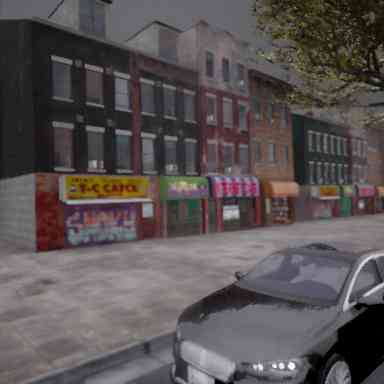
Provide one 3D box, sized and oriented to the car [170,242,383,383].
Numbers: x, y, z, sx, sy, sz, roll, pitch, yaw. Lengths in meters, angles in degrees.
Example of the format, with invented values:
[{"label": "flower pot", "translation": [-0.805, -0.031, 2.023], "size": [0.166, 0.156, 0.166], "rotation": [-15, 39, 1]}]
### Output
[{"label": "car", "translation": [1.899, 1.571, 4.871], "size": [4.902, 1.511, 2.128], "rotation": [0, -2, -42]}]
